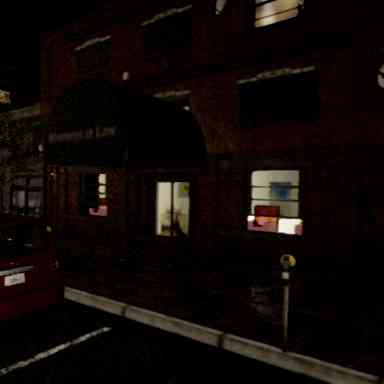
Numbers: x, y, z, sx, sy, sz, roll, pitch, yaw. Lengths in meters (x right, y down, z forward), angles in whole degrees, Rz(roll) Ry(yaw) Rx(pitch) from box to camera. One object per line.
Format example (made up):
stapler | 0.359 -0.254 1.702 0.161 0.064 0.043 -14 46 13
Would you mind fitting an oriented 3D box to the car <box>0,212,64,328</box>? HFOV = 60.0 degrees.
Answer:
car | -4.379 1.274 5.983 5.009 1.841 2.192 0 1 36
